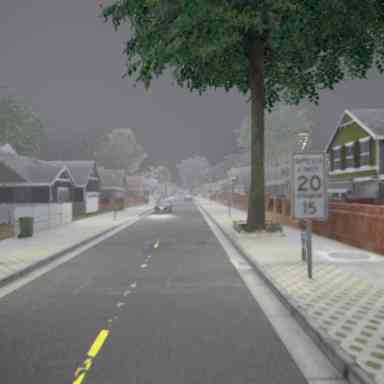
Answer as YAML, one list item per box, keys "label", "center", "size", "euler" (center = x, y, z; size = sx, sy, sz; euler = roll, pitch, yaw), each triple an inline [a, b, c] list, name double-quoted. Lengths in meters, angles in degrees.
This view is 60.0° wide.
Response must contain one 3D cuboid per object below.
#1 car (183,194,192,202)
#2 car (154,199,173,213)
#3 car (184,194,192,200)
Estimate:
- label: "car"
  center: [-0.894, 1.410, 73.419]
  size: [1.812, 1.442, 4.674]
  euler: [-1, 0, -1]
- label: "car"
  center: [-3.198, 1.523, 37.637]
  size: [2.128, 1.511, 4.902]
  euler: [-1, 0, -1]
- label: "car"
  center: [-1.022, 1.284, 83.424]
  size: [2.033, 1.411, 5.357]
  euler: [-1, 0, -1]
